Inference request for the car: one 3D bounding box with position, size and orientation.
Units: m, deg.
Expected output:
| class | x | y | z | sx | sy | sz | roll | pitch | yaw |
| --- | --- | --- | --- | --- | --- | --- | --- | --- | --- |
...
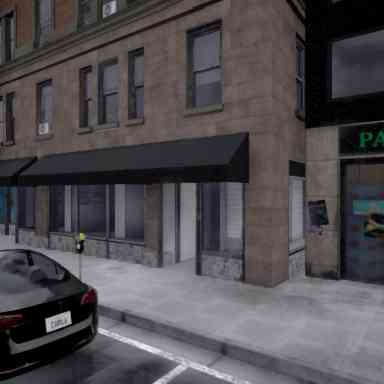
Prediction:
| class | x | y | z | sx | sy | sz | roll | pitch | yaw |
| --- | --- | --- | --- | --- | --- | --- | --- | --- | --- |
| car | -3.266 | 1.566 | 5.138 | 4.313 | 1.339 | 1.947 | 0 | 0 | 36 |
